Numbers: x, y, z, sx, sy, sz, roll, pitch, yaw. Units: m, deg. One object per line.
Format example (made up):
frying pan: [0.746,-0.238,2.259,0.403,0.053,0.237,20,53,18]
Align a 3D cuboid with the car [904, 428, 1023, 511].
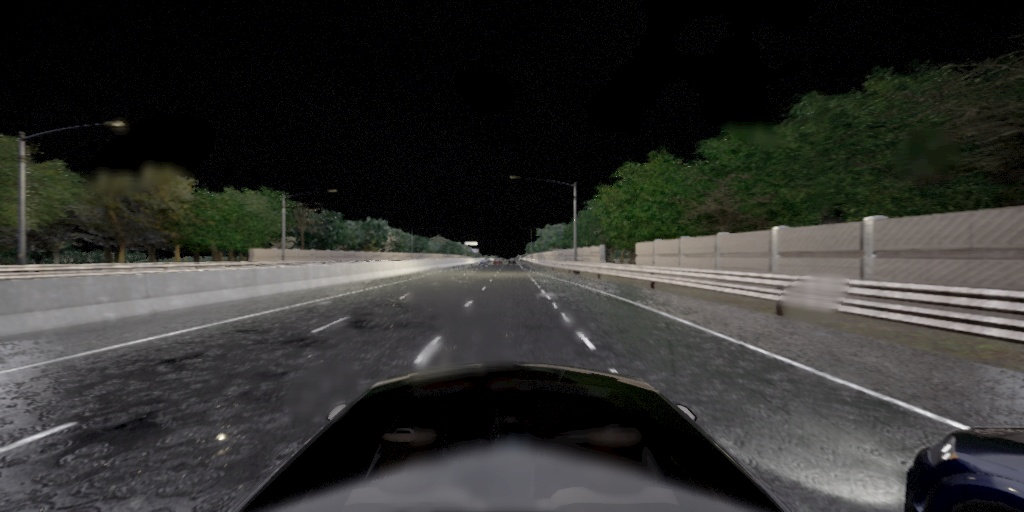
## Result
car: [3.602,1.314,0.594,1.994,1.385,4.181,0,0,0]
